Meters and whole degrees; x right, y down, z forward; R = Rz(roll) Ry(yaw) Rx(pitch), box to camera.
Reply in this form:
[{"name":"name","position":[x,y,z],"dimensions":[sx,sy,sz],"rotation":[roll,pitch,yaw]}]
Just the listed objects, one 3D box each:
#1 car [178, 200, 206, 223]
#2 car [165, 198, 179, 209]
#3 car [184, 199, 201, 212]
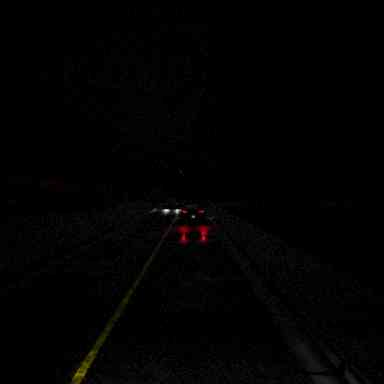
[{"name":"car","position":[0.096,1.551,25.636],"dimensions":[1.812,1.442,4.674],"rotation":[0,0,0]},{"name":"car","position":[-2.814,1.625,47.706],"dimensions":[1.882,1.535,5.008],"rotation":[0,-1,0]},{"name":"car","position":[0.095,1.656,42.240],"dimensions":[2.033,1.411,5.357],"rotation":[0,0,0]}]
